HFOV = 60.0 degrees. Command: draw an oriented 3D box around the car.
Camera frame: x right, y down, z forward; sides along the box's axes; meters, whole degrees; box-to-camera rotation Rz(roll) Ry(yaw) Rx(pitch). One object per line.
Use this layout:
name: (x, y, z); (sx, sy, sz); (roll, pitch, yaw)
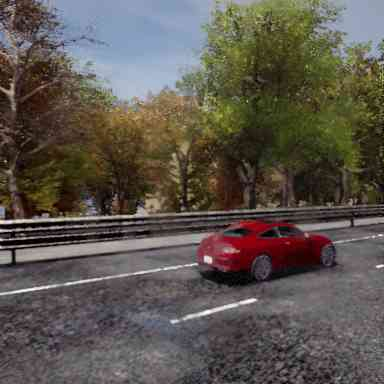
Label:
car: (2.286, 1.544, 9.763); (4.674, 1.442, 1.812); (0, 0, -35)
